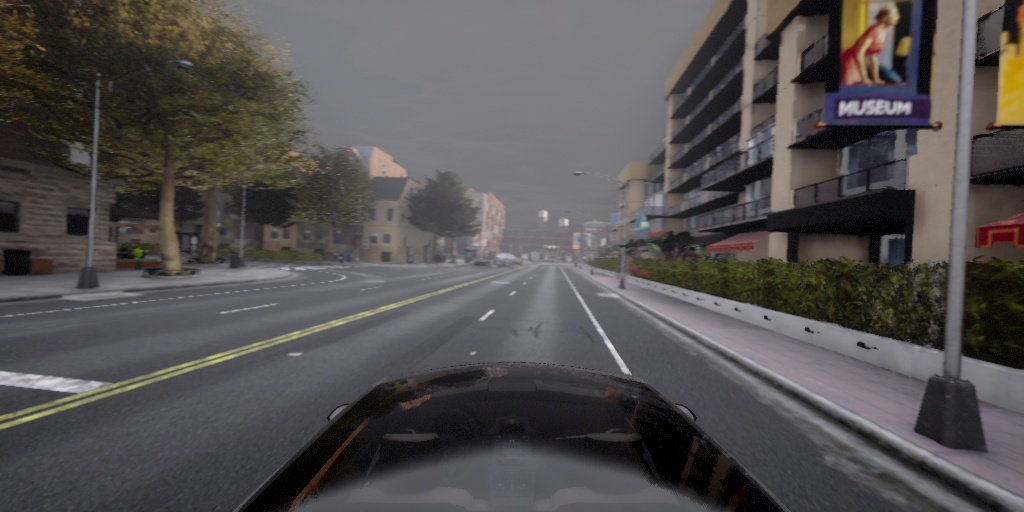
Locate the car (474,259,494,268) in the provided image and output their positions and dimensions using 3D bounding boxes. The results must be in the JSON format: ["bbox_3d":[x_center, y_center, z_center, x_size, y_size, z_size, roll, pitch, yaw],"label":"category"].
[{"bbox_3d":[-4.521,1.087,55.279,1.895,1.301,4.718,3,0,7],"label":"car"}]

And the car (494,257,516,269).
[{"bbox_3d":[-0.999,1.225,55.287,1.994,1.385,4.181,3,0,7],"label":"car"}]
